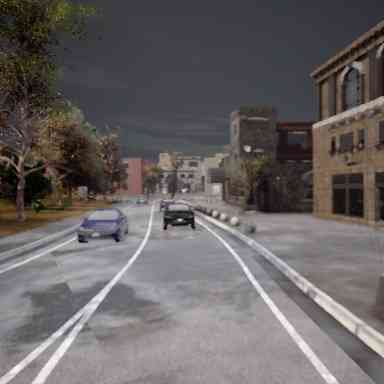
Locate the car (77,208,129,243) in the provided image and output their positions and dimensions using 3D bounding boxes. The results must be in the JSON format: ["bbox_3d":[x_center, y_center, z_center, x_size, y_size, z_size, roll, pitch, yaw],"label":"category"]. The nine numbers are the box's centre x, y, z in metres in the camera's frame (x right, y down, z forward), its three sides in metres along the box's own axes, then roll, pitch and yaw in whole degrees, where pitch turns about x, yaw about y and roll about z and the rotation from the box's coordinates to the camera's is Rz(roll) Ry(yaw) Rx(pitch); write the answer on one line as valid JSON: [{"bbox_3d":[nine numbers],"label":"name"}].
[{"bbox_3d":[-4.175,1.536,16.273,1.812,1.442,4.674,-1,0,-4],"label":"car"}]

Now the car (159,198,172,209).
[{"bbox_3d":[-2.871,1.466,39.856,1.812,1.442,4.674,-1,0,-6],"label":"car"}]

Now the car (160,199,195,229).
[{"bbox_3d":[-0.919,1.440,21.390,1.882,1.535,5.008,-1,0,-5],"label":"car"}]

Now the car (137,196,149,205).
[{"bbox_3d":[-8.411,1.440,56.735,2.128,1.511,4.902,-1,0,-6],"label":"car"}]
